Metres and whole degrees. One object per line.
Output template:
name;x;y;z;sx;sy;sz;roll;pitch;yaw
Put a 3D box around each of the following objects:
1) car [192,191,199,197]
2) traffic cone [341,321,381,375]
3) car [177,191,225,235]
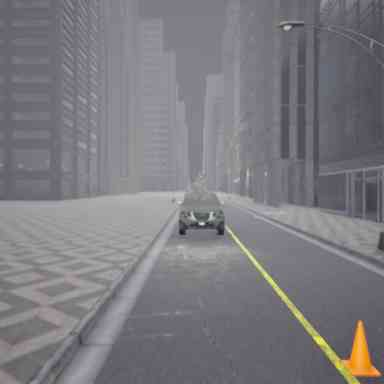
car;0.856;0.438;85.671;1.812;1.442;4.674;0;1;0
traffic cone;2.100;1.906;4.152;0.340;0.580;0.340;0;1;0
car;0.456;0.997;17.443;2.150;2.045;5.566;0;1;0
